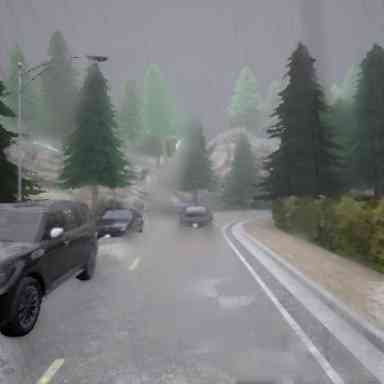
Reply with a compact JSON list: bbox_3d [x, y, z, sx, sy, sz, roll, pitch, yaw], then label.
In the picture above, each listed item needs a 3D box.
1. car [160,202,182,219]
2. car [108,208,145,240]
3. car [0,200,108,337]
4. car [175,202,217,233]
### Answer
[{"bbox_3d":[-0.711,1.589,29.696,2.033,1.411,5.357,0,0,28],"label":"car"},{"bbox_3d":[-3.672,1.572,17.368,2.033,1.411,5.357,0,0,1],"label":"car"},{"bbox_3d":[-3.627,1.232,7.013,2.150,2.045,5.566,0,0,0],"label":"car"},{"bbox_3d":[0.385,1.533,20.105,1.837,1.490,4.892,0,0,5],"label":"car"}]
